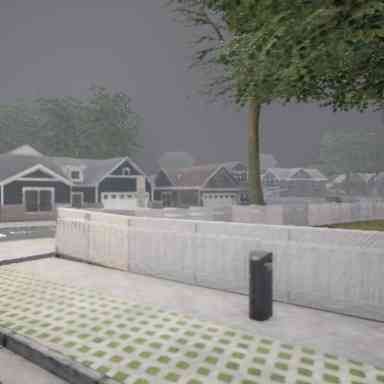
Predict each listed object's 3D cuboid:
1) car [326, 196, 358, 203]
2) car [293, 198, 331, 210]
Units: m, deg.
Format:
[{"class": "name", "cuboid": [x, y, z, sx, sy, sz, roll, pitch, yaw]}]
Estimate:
[{"class": "car", "cuboid": [17.299, 1.456, 37.935, 5.566, 2.045, 2.150, 0, 0, -35]}, {"class": "car", "cuboid": [13.773, 1.754, 38.873, 4.892, 1.490, 1.837, 1, -1, -36]}]
